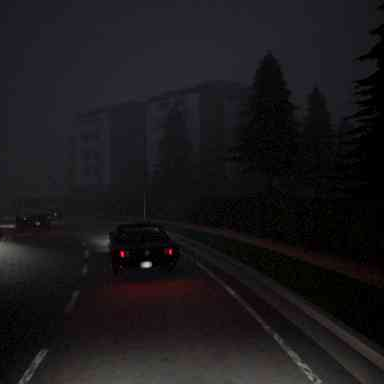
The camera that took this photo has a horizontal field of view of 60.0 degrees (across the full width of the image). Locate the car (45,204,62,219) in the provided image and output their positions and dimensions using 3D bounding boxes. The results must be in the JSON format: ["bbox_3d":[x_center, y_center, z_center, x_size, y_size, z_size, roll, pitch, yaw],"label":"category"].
[{"bbox_3d":[-14.350,1.922,32.647,1.812,1.442,4.674,0,-1,-44],"label":"car"}]

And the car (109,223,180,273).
[{"bbox_3d":[-1.829,1.709,11.200,1.895,1.301,4.718,0,0,-15],"label":"car"}]

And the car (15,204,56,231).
[{"bbox_3d":[-10.916,1.811,22.850,1.812,1.442,4.674,0,-1,-33],"label":"car"}]
